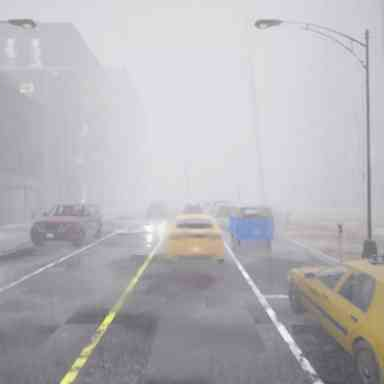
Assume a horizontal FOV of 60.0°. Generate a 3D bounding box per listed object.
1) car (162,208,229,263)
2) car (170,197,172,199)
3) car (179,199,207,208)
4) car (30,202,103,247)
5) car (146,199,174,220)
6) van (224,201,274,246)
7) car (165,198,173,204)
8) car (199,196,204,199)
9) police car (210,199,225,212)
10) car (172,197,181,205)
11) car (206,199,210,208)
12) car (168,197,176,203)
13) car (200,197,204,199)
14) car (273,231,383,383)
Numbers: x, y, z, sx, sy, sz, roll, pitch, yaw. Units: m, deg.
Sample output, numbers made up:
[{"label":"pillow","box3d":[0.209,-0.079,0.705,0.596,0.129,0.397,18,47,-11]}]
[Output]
[{"label":"car","box3d":[0.097,1.574,12.417,1.882,1.535,5.008,0,0,0]},{"label":"car","box3d":[-5.677,1.957,65.944,1.967,1.590,4.097,1,0,0]},{"label":"car","box3d":[0.099,1.751,33.388,2.128,1.511,4.902,0,0,0]},{"label":"car","box3d":[-5.675,1.438,15.819,2.192,1.841,5.009,1,0,0]},{"label":"car","box3d":[-3.098,1.730,30.634,2.128,1.511,4.902,0,0,0]},{"label":"van","box3d":[2.705,1.463,15.818,1.690,1.788,3.998,1,0,0]},{"label":"car","box3d":[-5.679,2.232,82.652,1.802,1.307,4.206,1,0,0]},{"label":"car","box3d":[2.702,2.067,65.942,2.008,1.369,4.403,1,0,0]},{"label":"police car","box3d":[3.134,1.673,31.984,1.930,1.638,5.238,0,0,0]},{"label":"car","box3d":[-2.999,2.003,71.611,1.882,1.535,5.008,0,0,0]},{"label":"car","box3d":[3.113,1.655,38.845,2.097,1.767,4.553,0,0,0]},{"label":"car","box3d":[-5.682,2.180,93.792,1.967,1.590,4.097,1,0,0]},{"label":"car","box3d":[2.702,1.973,54.803,1.887,1.381,4.507,1,0,0]},{"label":"car","box3d":[2.702,1.563,4.846,1.752,1.417,4.829,1,0,0]}]
